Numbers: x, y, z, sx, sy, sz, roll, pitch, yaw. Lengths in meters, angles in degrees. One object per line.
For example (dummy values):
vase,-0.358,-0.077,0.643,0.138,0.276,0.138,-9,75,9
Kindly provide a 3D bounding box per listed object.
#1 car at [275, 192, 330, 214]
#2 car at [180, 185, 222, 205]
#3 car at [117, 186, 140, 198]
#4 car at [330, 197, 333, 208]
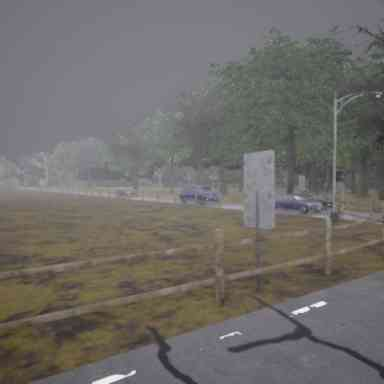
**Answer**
car,7.878,0.846,25.941,1.812,1.442,4.674,-1,2,-35
car,0.848,0.258,35.782,2.150,2.045,5.566,-1,2,-35
car,-9.687,-0.046,50.672,2.097,1.767,4.553,-1,2,-35
car,9.718,0.766,28.410,1.837,1.490,4.892,-1,2,-35
